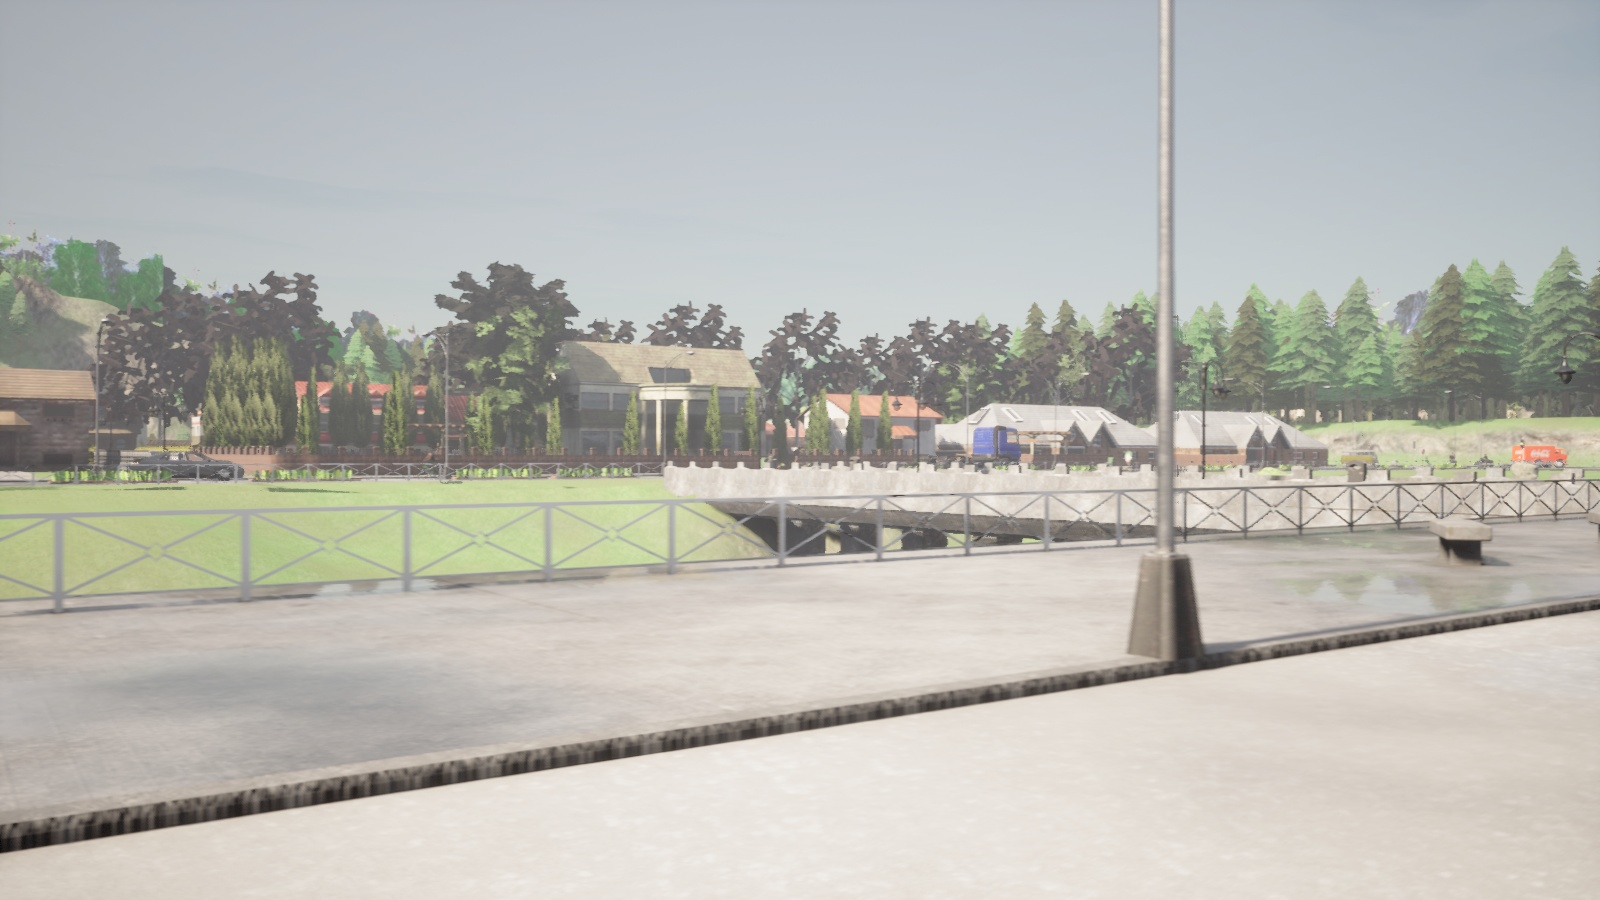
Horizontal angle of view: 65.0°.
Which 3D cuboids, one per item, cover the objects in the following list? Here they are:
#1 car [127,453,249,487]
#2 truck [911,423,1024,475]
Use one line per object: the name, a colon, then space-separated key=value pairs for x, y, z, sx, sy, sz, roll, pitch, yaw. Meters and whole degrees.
car: x=-28.874 y=0.907 z=59.334 sx=4.902 sy=1.511 sz=2.128 roll=0 pitch=0 yaw=-35
truck: x=11.707 y=-0.047 z=87.571 sx=7.936 sy=3.462 sz=2.891 roll=0 pitch=0 yaw=-35
